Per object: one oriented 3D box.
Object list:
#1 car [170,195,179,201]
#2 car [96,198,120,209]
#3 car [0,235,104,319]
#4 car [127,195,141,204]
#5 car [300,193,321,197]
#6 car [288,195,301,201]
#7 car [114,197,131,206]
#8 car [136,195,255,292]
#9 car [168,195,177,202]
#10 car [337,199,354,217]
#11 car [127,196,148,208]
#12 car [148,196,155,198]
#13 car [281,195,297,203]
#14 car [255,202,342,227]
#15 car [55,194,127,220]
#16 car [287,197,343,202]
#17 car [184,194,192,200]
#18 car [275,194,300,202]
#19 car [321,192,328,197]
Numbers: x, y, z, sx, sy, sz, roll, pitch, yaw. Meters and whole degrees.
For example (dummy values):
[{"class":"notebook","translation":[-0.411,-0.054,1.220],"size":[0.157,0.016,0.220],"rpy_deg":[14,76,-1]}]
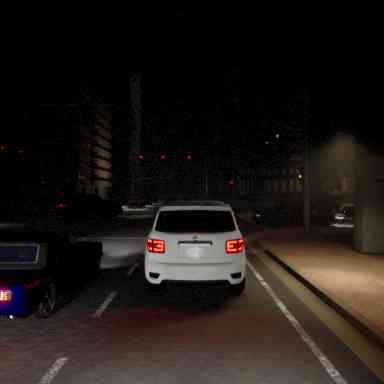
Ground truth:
[{"class":"car","translation":[-4.474,1.553,84.583],"size":[1.994,1.385,4.181],"rpy_deg":[0,0,0]},{"class":"car","translation":[-11.401,1.547,45.662],"size":[2.033,1.411,5.357],"rpy_deg":[0,0,0]},{"class":"car","translation":[-3.419,1.601,7.304],"size":[1.895,1.301,4.718],"rpy_deg":[0,0,1]},{"class":"car","translation":[-11.420,1.478,65.740],"size":[1.882,1.535,5.008],"rpy_deg":[0,0,0]},{"class":"car","translation":[16.136,1.156,47.027],"size":[1.905,1.878,3.866],"rpy_deg":[0,0,0]},{"class":"car","translation":[24.580,1.395,79.603],"size":[1.970,1.475,3.806],"rpy_deg":[0,0,0]},{"class":"car","translation":[-11.432,1.601,55.254],"size":[1.895,1.301,4.718],"rpy_deg":[0,0,0]},{"class":"car","translation":[0.094,1.221,9.055],"size":[2.150,2.045,5.566],"rpy_deg":[0,0,1]},{"class":"car","translation":[-4.433,1.500,75.723],"size":[1.837,1.490,4.892],"rpy_deg":[0,0,0]},{"class":"car","translation":[15.453,1.564,29.314],"size":[4.181,1.385,1.994],"rpy_deg":[0,0,1]},{"class":"car","translation":[-7.906,1.478,47.761],"size":[1.882,1.535,5.008],"rpy_deg":[0,0,0]},{"class":"car","translation":[-7.935,1.505,57.032],"size":[1.837,1.490,4.892],"rpy_deg":[0,0,0]},{"class":"car","translation":[18.826,1.395,64.496],"size":[1.970,1.475,3.806],"rpy_deg":[0,0,0]},{"class":"car","translation":[6.703,1.547,22.198],"size":[5.357,1.411,2.033],"rpy_deg":[0,0,0]},{"class":"car","translation":[-8.856,1.221,28.738],"size":[5.566,2.045,2.150],"rpy_deg":[0,1,-37]},{"class":"car","translation":[12.298,1.505,32.849],"size":[4.892,1.490,1.837],"rpy_deg":[0,0,0]},{"class":"car","translation":[-0.979,1.304,85.781],"size":[1.882,1.535,5.008],"rpy_deg":[0,0,0]},{"class":"car","translation":[13.242,1.153,47.078],"size":[1.932,1.855,4.605],"rpy_deg":[0,0,0]},{"class":"car","translation":[30.159,1.153,79.658],"size":[1.932,1.855,4.605],"rpy_deg":[0,0,0]}]
